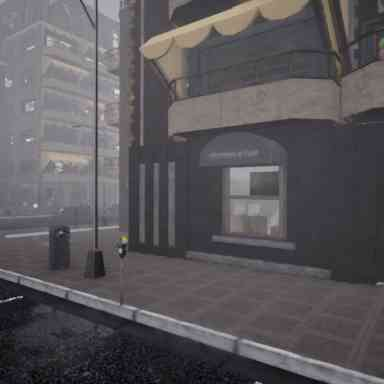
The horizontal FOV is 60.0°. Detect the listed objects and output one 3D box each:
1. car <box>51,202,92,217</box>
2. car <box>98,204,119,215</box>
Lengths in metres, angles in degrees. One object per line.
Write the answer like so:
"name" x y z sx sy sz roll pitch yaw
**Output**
"car" -12.738 1.821 35.264 1.967 1.590 4.097 -1 -1 35
"car" -9.457 2.063 39.890 1.802 1.307 4.206 -1 -1 35
